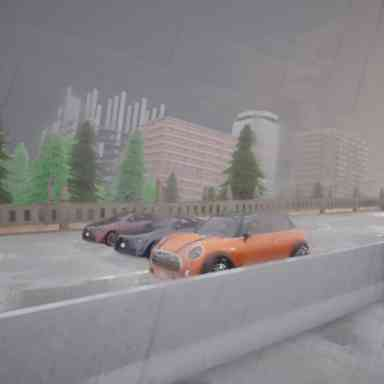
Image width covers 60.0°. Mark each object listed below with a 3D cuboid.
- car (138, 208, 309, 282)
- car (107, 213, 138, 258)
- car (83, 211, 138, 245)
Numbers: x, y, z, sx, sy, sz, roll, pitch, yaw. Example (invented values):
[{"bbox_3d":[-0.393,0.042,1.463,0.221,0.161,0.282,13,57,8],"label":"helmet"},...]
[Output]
[{"bbox_3d":[1.131,1.354,9.109,4.553,1.767,2.097,0,0,-36],"label":"car"},{"bbox_3d":[-0.643,1.566,12.143,4.181,1.385,1.994,0,0,-36],"label":"car"},{"bbox_3d":[-2.705,1.566,14.972,4.181,1.385,1.994,0,0,-36],"label":"car"}]
